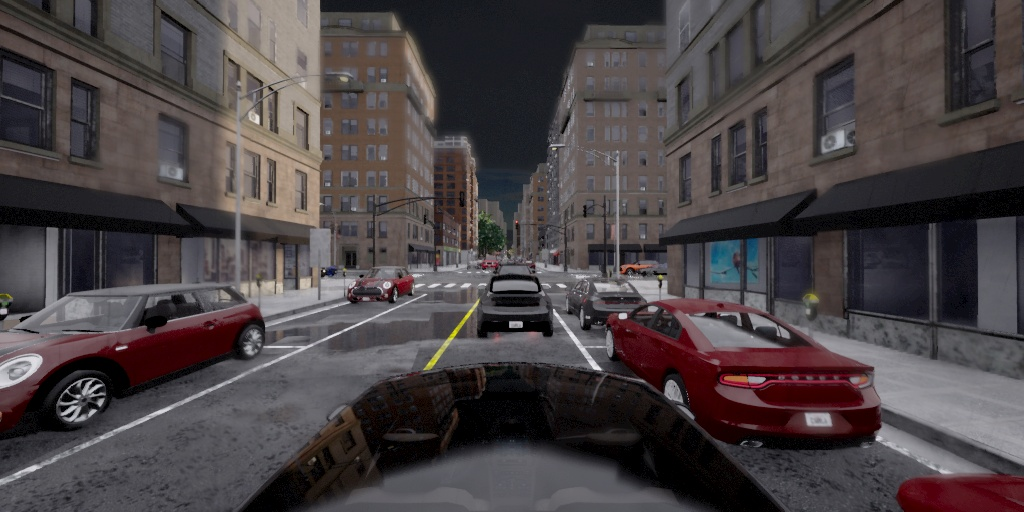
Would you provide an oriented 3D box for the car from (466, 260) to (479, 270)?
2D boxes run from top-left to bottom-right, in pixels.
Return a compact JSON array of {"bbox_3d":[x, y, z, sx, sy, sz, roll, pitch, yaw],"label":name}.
[{"bbox_3d":[-5.906,1.345,54.709,2.007,1.370,4.403,0,0,0],"label":"car"}]

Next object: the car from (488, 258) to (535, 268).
[{"bbox_3d":[0.121,1.108,17.686,2.097,1.767,4.553,0,0,0],"label":"car"}]

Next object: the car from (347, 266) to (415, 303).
[{"bbox_3d":[-5.834,1.195,16.348,1.967,1.591,4.097,0,0,0],"label":"car"}]

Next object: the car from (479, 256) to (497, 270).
[{"bbox_3d":[-3.130,1.013,52.607,2.150,2.045,5.566,0,0,0],"label":"car"}]

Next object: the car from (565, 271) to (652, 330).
[{"bbox_3d":[2.683,1.303,10.846,2.007,1.370,4.403,0,0,0],"label":"car"}]

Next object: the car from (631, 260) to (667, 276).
[{"bbox_3d":[15.191,1.395,35.961,5.357,1.411,2.033,0,0,0],"label":"car"}]

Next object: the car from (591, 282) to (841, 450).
[{"bbox_3d":[2.675,1.296,5.355,1.888,1.381,4.507,0,0,0],"label":"car"}]

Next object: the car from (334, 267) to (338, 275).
[{"bbox_3d":[-18.409,1.150,32.372,5.008,1.535,1.882,0,0,0],"label":"car"}]

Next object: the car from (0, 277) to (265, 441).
[{"bbox_3d":[-5.852,1.190,5.361,1.967,1.591,4.097,0,0,0],"label":"car"}]

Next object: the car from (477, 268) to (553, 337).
[{"bbox_3d":[0.057,1.258,10.271,1.837,1.490,4.892,0,0,-1],"label":"car"}]

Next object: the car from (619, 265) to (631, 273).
[{"bbox_3d":[14.026,1.221,39.223,4.553,1.767,2.097,0,0,0],"label":"car"}]

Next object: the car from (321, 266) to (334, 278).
[{"bbox_3d":[-18.019,0.869,29.117,5.566,2.045,2.150,0,0,0],"label":"car"}]
